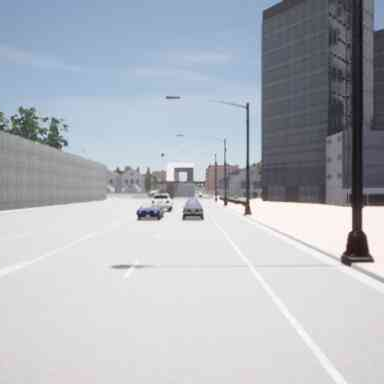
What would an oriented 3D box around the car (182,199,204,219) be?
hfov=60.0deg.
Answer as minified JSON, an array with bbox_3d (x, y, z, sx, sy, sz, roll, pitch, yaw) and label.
[{"bbox_3d":[0.090,1.529,28.657,2.033,1.411,5.357,0,0,0],"label":"car"}]

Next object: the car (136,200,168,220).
[{"bbox_3d":[-3.416,1.583,28.067,1.895,1.301,4.718,0,0,0],"label":"car"}]

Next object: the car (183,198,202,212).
[{"bbox_3d":[0.073,1.522,40.110,2.033,1.411,5.357,0,0,0],"label":"car"}]

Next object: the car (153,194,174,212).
[{"bbox_3d":[-3.430,1.199,39.142,2.150,2.045,5.566,0,0,0],"label":"car"}]
